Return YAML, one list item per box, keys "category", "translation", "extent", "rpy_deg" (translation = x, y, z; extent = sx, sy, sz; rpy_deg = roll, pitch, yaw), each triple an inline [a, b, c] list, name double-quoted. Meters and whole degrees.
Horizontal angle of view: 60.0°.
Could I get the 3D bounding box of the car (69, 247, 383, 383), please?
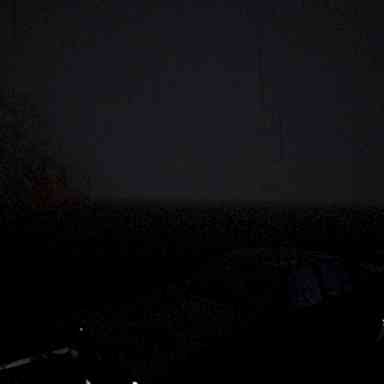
- category: "car"
  translation: [1.160, 1.584, 4.856]
  extent: [5.357, 1.411, 2.033]
  rpy_deg: [1, 0, -36]
